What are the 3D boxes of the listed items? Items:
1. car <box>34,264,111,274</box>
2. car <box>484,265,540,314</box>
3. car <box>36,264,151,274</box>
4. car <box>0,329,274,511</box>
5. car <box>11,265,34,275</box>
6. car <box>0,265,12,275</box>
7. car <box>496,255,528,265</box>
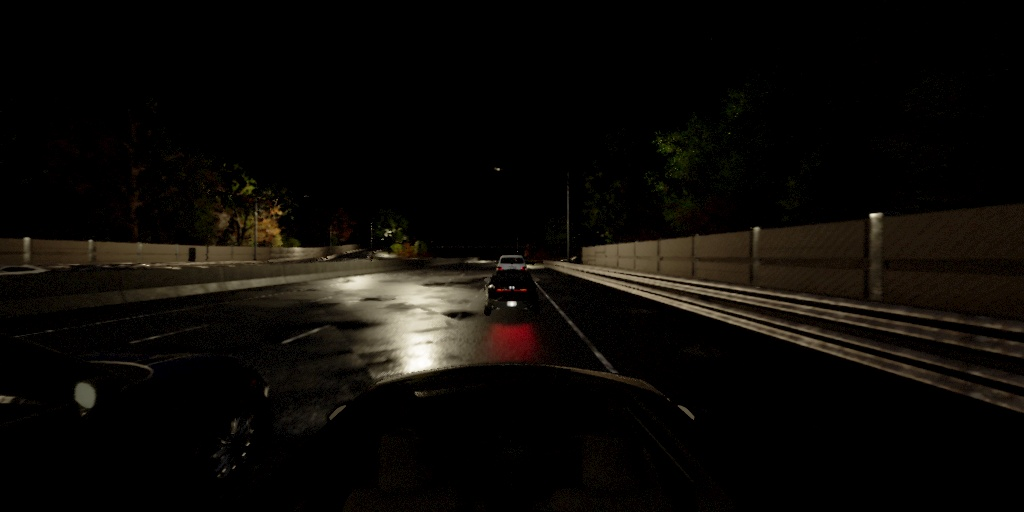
[{"bbox_3d":[-24.580,1.236,21.808,2.128,1.511,4.902,0,0,0],"label":"car"},{"bbox_3d":[-0.003,1.251,13.643,1.837,1.490,4.892,0,0,0],"label":"car"},{"bbox_3d":[-21.067,1.308,18.791,1.994,1.385,4.181,0,0,0],"label":"car"},{"bbox_3d":[-3.400,1.102,1.672,2.097,1.767,4.553,0,0,0],"label":"car"},{"bbox_3d":[-28.067,1.310,23.005,1.994,1.385,4.181,0,0,0],"label":"car"},{"bbox_3d":[-31.569,1.271,22.174,1.812,1.442,4.674,0,0,0],"label":"car"},{"bbox_3d":[-0.005,0.972,26.335,2.150,2.045,5.566,0,0,0],"label":"car"}]
